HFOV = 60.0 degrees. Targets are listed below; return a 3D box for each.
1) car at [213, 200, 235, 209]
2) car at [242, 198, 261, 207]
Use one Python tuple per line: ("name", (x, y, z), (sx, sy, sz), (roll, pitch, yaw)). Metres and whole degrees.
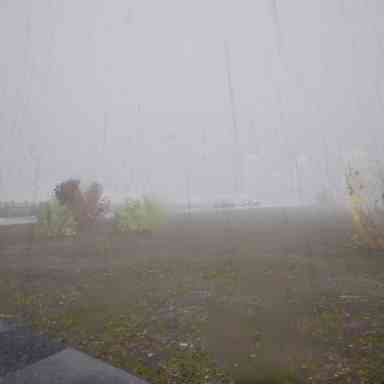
("car", (5.327, 2.014, 54.885), (2.128, 1.511, 4.902), (-1, -1, 36))
("car", (11.312, 1.989, 63.304), (2.097, 1.767, 4.553), (-1, -1, 36))
